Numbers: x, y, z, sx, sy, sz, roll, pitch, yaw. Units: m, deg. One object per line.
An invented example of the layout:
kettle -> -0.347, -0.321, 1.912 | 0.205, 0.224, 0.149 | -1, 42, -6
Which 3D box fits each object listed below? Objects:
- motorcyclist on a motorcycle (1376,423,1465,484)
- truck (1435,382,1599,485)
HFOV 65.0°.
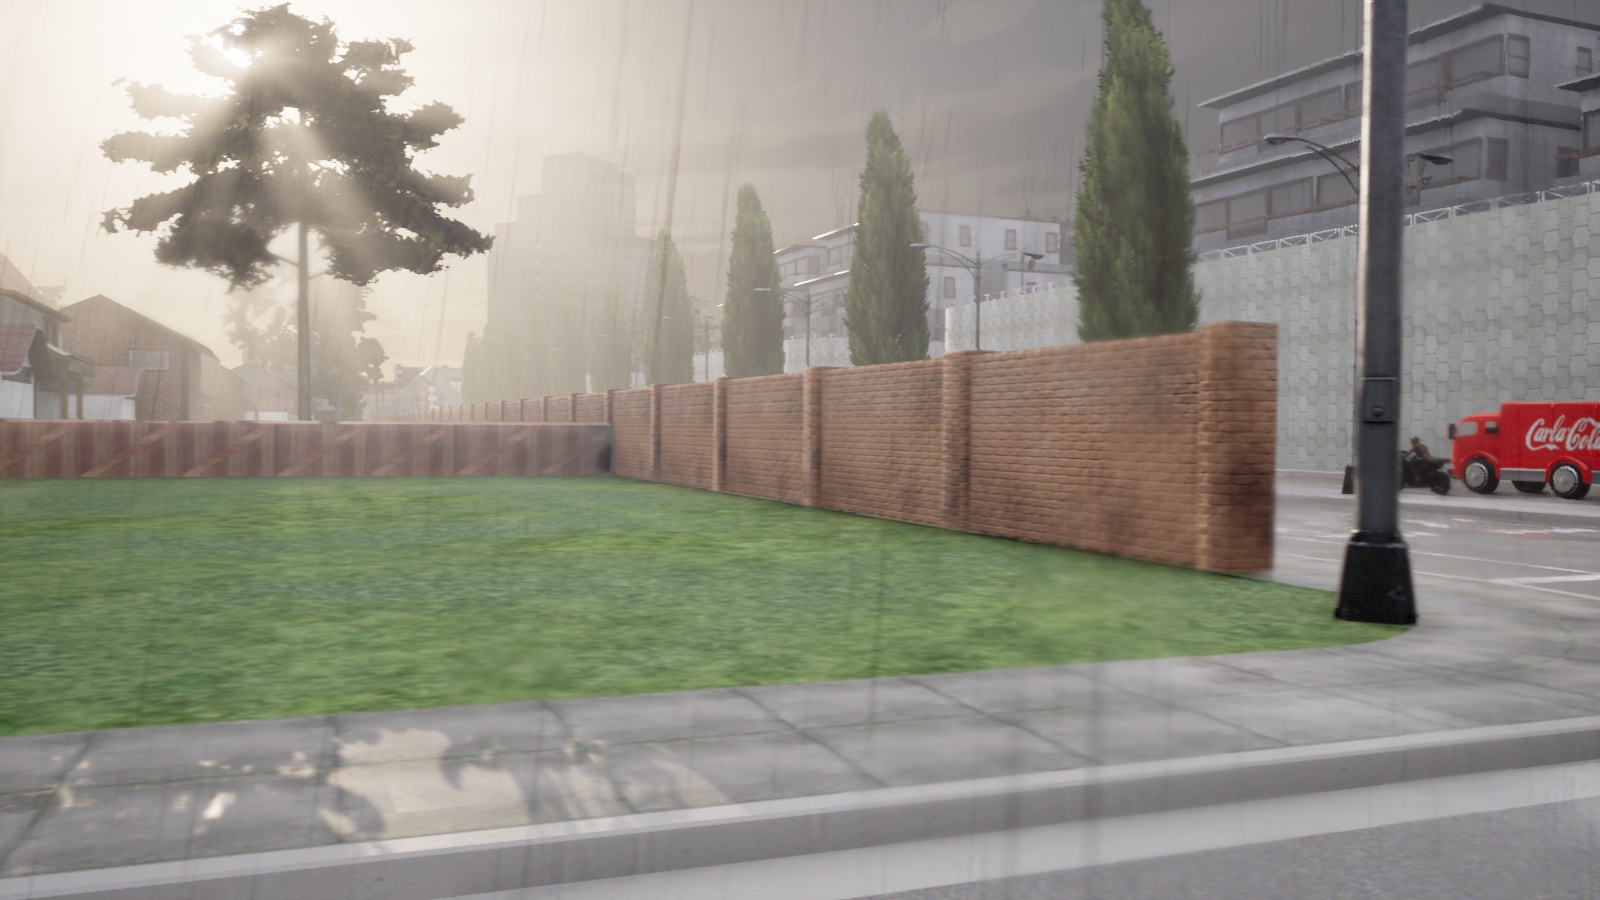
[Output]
motorcyclist on a motorcycle -> 16.075, 0.073, 32.585 | 0.797, 1.523, 2.044 | -1, 1, -21
truck -> 19.745, -0.440, 32.815 | 2.627, 2.467, 5.204 | -1, 1, -22
